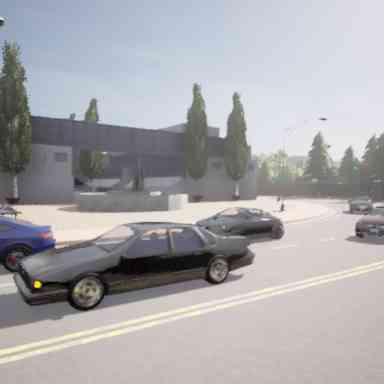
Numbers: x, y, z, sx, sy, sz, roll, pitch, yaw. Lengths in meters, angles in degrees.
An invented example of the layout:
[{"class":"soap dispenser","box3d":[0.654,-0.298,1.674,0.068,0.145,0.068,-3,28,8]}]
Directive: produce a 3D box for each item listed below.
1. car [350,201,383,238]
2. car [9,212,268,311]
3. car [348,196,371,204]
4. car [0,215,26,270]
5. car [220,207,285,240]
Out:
[{"class":"car","box3d":[9.306,1.361,15.614,4.674,1.442,1.812,0,1,-45]},{"class":"car","box3d":[-0.971,1.403,7.576,5.357,1.411,2.033,0,1,-34]},{"class":"car","box3d":[15.401,1.149,30.268,2.128,1.511,4.902,1,1,25]},{"class":"car","box3d":[-5.950,1.312,8.471,4.674,1.442,1.812,0,1,-33]},{"class":"car","box3d":[2.026,1.343,14.086,4.181,1.385,1.994,0,1,-37]}]
